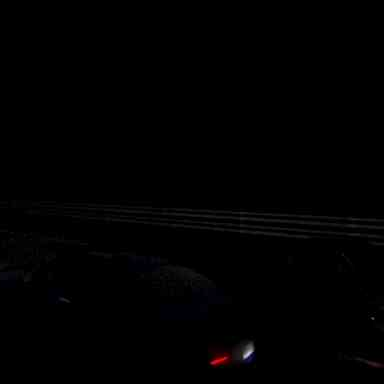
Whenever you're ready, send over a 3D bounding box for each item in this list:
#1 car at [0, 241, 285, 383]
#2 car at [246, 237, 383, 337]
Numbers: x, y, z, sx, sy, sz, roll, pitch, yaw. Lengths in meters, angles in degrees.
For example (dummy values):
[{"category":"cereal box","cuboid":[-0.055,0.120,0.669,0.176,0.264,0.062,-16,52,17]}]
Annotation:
[{"category":"car","cuboid":[-1.268,1.480,4.897,4.674,1.442,1.812,1,0,36]},{"category":"car","cuboid":[2.382,1.579,6.592,4.718,1.301,1.895,1,0,36]}]
